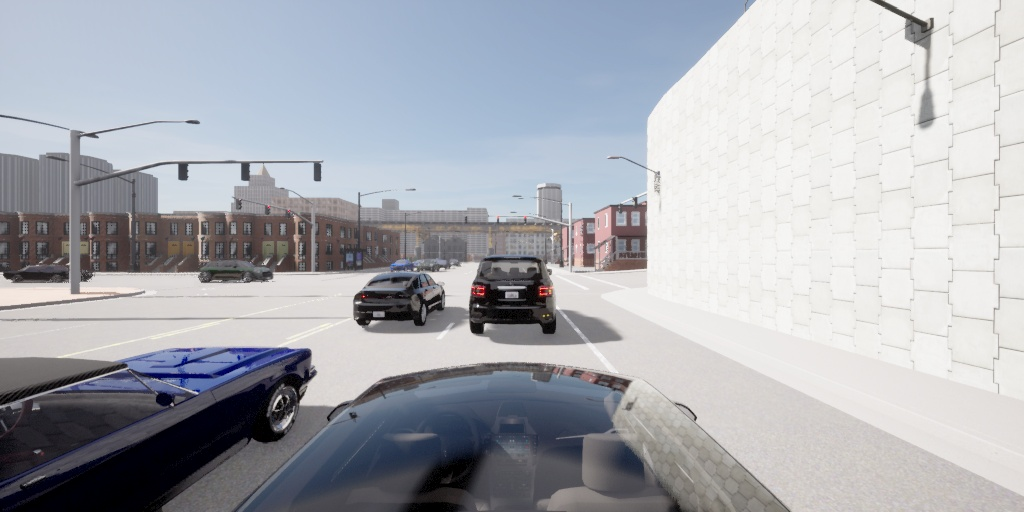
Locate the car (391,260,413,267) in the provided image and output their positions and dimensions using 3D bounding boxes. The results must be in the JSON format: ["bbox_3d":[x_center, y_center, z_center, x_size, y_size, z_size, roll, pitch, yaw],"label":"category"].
[{"bbox_3d":[-14.111,1.228,46.325,1.882,1.535,5.008,0,0,0],"label":"car"}]

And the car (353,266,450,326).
[{"bbox_3d":[-3.423,1.255,11.651,1.837,1.490,4.892,0,0,0],"label":"car"}]

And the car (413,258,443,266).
[{"bbox_3d":[-10.597,1.102,45.533,2.097,1.767,4.553,0,0,0],"label":"car"}]

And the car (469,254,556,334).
[{"bbox_3d":[0.061,0.971,10.761,2.150,2.045,5.566,0,0,1],"label":"car"}]

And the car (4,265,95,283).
[{"bbox_3d":[-34.778,1.351,27.079,4.718,1.301,1.895,0,0,0],"label":"car"}]

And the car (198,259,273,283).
[{"bbox_3d":[-20.844,1.101,27.259,4.553,1.767,2.097,0,0,-3],"label":"car"}]

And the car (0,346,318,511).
[{"bbox_3d":[-3.397,1.351,2.397,1.895,1.301,4.718,0,0,0],"label":"car"}]

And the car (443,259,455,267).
[{"bbox_3d":[-10.608,1.297,55.001,2.033,1.411,5.357,0,0,0],"label":"car"}]
